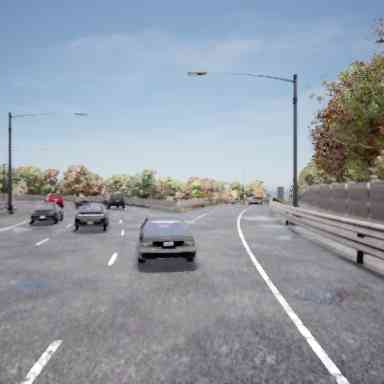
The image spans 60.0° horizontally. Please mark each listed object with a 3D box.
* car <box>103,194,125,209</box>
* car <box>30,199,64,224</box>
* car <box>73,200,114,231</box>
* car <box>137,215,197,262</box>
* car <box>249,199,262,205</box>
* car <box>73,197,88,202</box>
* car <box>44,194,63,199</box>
[{"bbox_3d":[-10.578,1.233,44.804,2.150,2.045,5.566,0,0,-25],"label":"car"},{"bbox_3d":[-10.750,1.536,24.818,1.812,1.442,4.674,0,0,-15],"label":"car"},{"bbox_3d":[-6.182,1.498,20.865,2.128,1.511,4.902,0,0,-12],"label":"car"},{"bbox_3d":[-1.019,1.549,12.122,2.033,1.411,5.357,0,0,-8],"label":"car"},{"bbox_3d":[13.726,2.239,73.909,1.994,1.385,4.181,0,-3,16],"label":"car"},{"bbox_3d":[-15.599,1.521,47.043,1.837,1.490,4.892,0,0,-26],"label":"car"},{"bbox_3d":[-19.775,1.241,47.582,2.150,2.045,5.566,0,0,-28],"label":"car"}]
